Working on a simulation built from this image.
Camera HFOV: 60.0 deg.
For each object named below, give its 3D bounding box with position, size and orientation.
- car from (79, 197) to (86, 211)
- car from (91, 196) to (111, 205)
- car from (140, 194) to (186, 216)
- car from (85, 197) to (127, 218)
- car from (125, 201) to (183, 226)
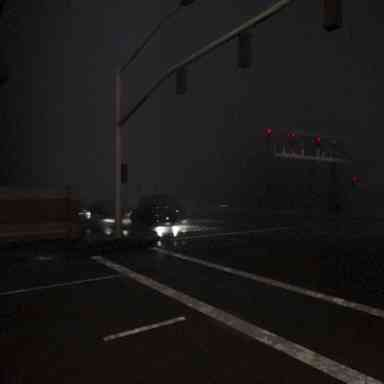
[{"bbox_3d":[-13.310,1.525,38.268,1.812,1.442,4.674,0,0,-36],"label":"car"},{"bbox_3d":[-16.896,1.476,61.564,1.882,1.535,5.008,0,0,-36],"label":"car"},{"bbox_3d":[-2.812,1.221,29.638,2.150,2.045,5.566,0,0,-36],"label":"car"},{"bbox_3d":[-7.883,1.477,30.696,1.882,1.535,5.008,0,0,-36],"label":"car"},{"bbox_3d":[-2.785,1.563,23.591,1.994,1.385,4.181,0,0,-35],"label":"car"}]
